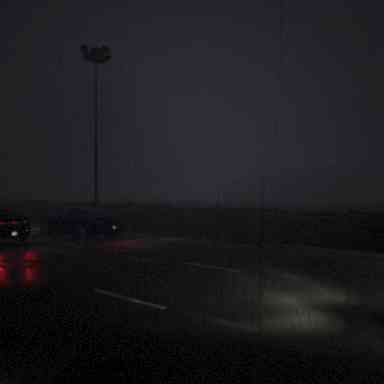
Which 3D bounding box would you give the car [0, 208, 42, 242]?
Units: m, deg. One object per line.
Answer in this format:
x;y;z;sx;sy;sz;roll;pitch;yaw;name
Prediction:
-9.124;1.459;14.796;4.902;1.511;2.128;0;0;35;car

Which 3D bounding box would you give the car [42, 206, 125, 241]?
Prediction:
-5.541;1.449;16.541;5.008;1.535;1.882;0;0;35;car
